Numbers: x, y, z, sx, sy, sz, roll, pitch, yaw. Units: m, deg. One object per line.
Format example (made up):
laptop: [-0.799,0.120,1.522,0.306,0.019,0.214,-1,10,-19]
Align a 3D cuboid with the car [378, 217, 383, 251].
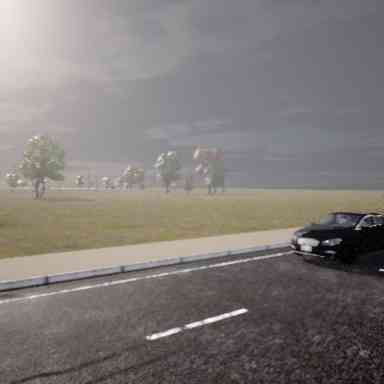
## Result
car: [7.380,1.446,8.949,4.902,1.511,2.128,0,0,-36]

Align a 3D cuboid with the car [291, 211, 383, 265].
car: [5.492,1.446,11.595,4.902,1.511,2.128,0,0,-35]
